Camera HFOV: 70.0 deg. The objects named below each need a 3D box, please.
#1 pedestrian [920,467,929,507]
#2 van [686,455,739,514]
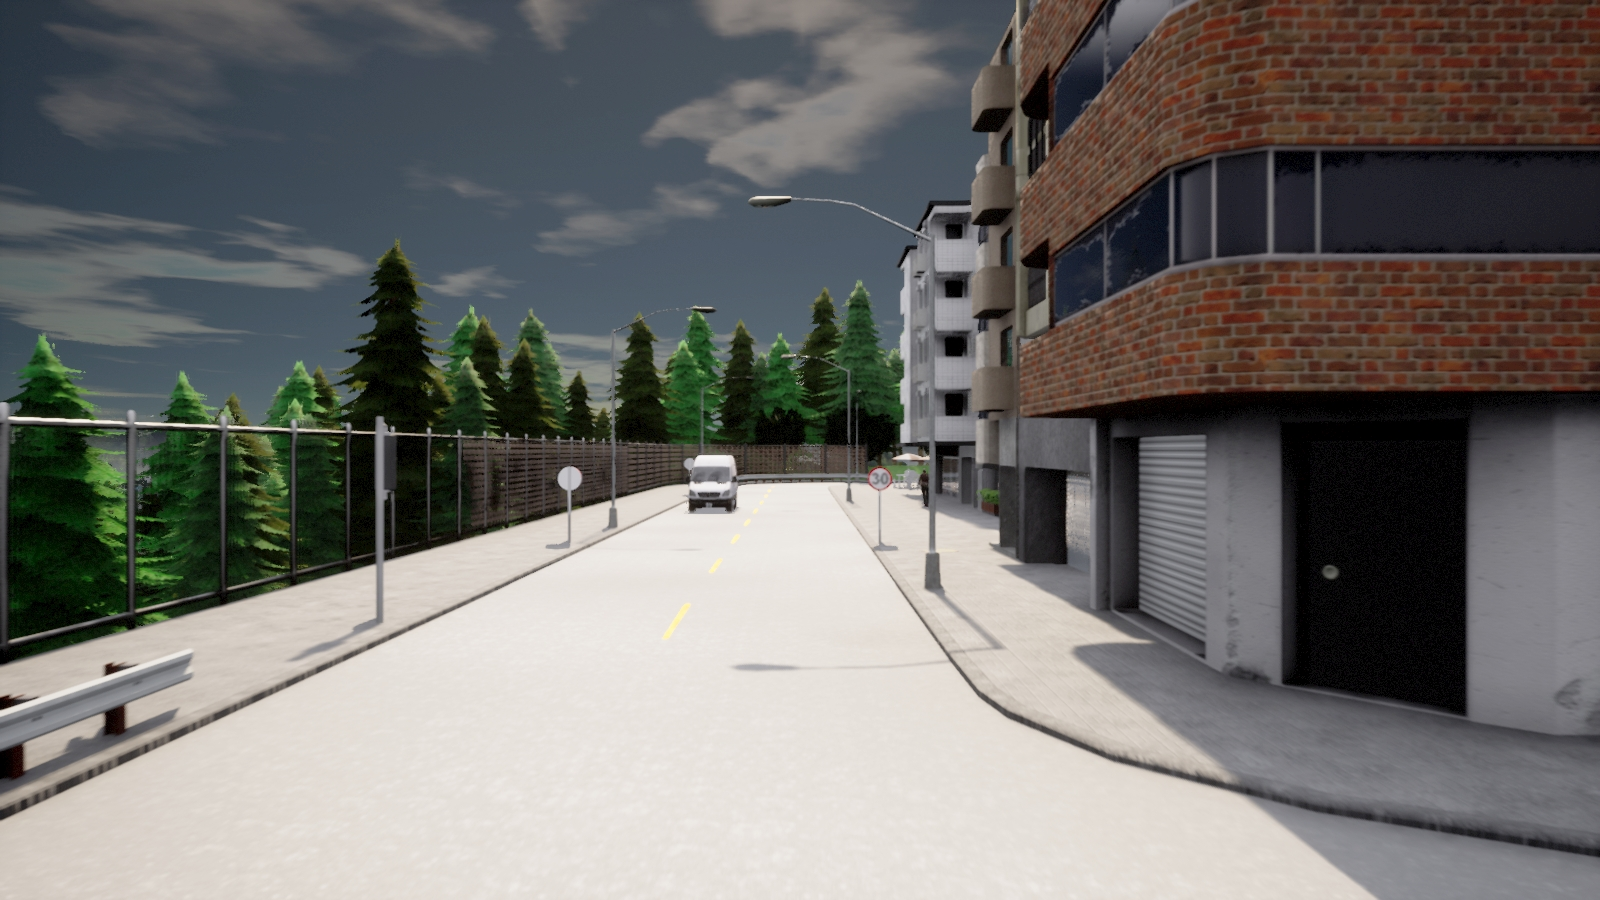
[{"bbox_3d":[5.841,1.739,53.539,0.375,1.860,0.375,0,0,12],"label":"pedestrian"},{"bbox_3d":[-3.994,1.530,52.984,1.988,2.561,5.915,0,0,0],"label":"van"}]
